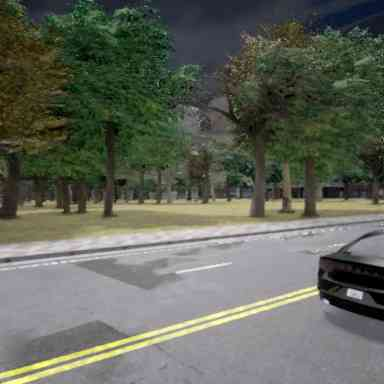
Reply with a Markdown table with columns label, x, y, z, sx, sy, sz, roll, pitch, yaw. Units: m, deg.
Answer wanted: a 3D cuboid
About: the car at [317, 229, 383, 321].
| label | x | y | z | sx | sy | sz | roll | pitch | yaw |
| --- | --- | --- | --- | --- | --- | --- | --- | --- | --- |
| car | 4.601 | 1.464 | 6.721 | 5.008 | 1.535 | 1.882 | 0 | 0 | -35 |
